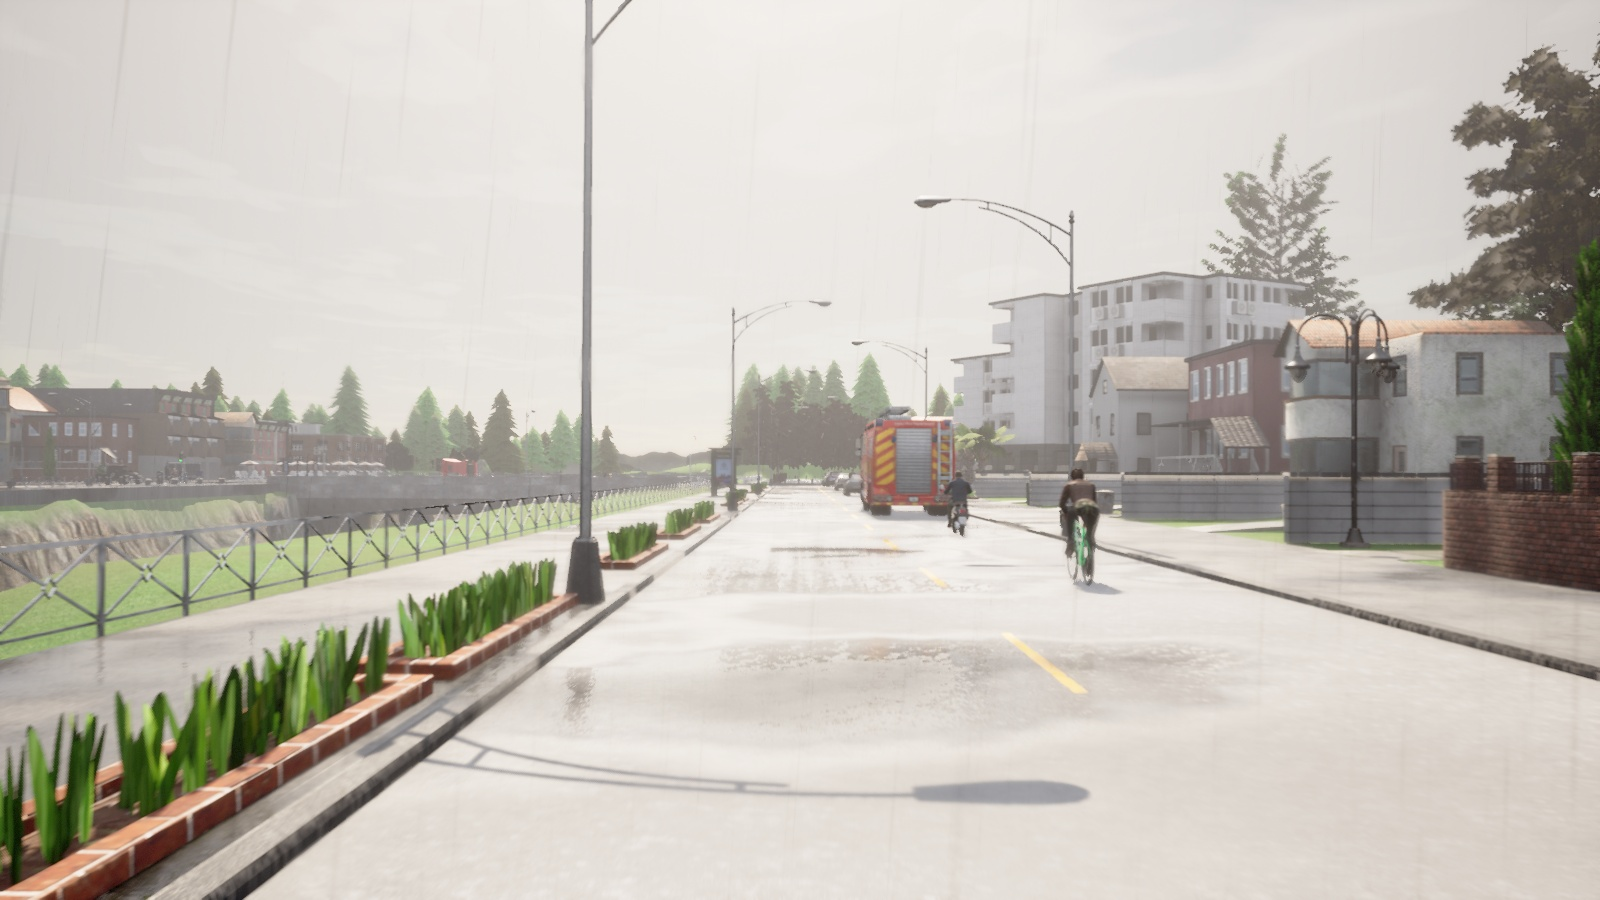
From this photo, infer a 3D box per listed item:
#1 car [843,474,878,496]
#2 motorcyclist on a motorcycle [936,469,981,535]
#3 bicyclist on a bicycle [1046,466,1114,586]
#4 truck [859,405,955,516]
[{"bbox_3d":[3.815,2.191,79.344,1.994,1.385,4.181,0,-1,0],"label":"car"},{"bbox_3d":[3.927,1.275,31.226,0.866,1.590,1.817,0,-1,0],"label":"motorcyclist on a motorcycle"},{"bbox_3d":[3.958,1.051,17.877,0.582,1.620,1.656,0,-1,0],"label":"bicyclist on a bicycle"},{"bbox_3d":[3.884,0.430,47.518,2.891,3.827,8.468,0,-1,0],"label":"truck"}]
